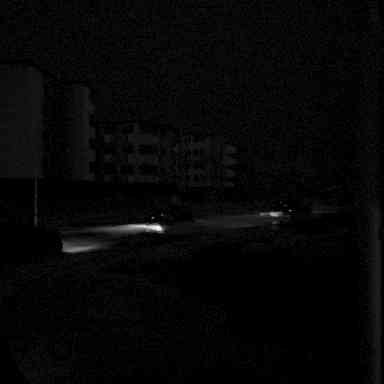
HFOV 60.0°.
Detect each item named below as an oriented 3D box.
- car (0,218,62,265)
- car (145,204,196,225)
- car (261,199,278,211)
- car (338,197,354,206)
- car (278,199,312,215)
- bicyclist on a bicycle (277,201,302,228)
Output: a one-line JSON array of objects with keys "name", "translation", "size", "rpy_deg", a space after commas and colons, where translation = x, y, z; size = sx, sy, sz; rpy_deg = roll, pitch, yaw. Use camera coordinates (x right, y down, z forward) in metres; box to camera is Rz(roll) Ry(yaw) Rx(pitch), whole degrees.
[{"name": "car", "translation": [-5.918, 1.526, 10.101], "size": [1.812, 1.442, 4.674], "rpy_deg": [-1, 0, 11]}, {"name": "car", "translation": [-1.493, 1.562, 24.159], "size": [1.994, 1.385, 4.181], "rpy_deg": [0, 0, 36]}, {"name": "car", "translation": [10.010, 1.523, 40.222], "size": [1.812, 1.442, 4.674], "rpy_deg": [0, 0, 36]}, {"name": "car", "translation": [25.375, 1.485, 54.535], "size": [2.128, 1.511, 4.902], "rpy_deg": [0, 0, 35]}, {"name": "car", "translation": [10.873, 1.502, 34.244], "size": [1.837, 1.490, 4.892], "rpy_deg": [0, 0, 36]}, {"name": "bicyclist on a bicycle", "translation": [5.929, 1.348, 20.101], "size": [1.656, 1.620, 0.582], "rpy_deg": [0, 0, 36]}]
